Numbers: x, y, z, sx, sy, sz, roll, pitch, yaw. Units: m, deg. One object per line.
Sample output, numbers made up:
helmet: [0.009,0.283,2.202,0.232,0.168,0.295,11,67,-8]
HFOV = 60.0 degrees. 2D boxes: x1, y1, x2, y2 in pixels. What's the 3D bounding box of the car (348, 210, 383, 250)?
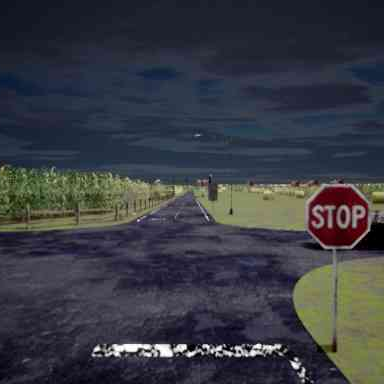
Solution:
car: [7.565,1.517,13.932,4.902,1.511,2.128,0,1,-1]
